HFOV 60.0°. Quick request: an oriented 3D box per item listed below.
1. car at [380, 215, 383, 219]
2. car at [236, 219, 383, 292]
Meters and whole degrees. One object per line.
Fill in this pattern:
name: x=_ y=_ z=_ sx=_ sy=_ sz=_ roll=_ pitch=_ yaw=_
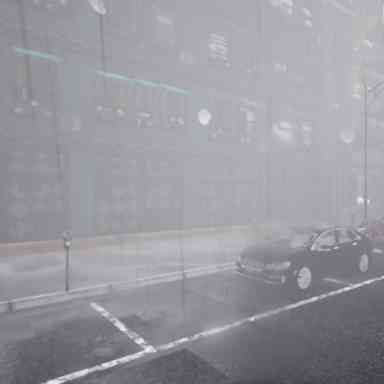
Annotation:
car: x=7.722 y=1.413 z=12.113 sx=4.097 sy=1.590 sz=1.967 roll=0 pitch=0 yaw=-36
car: x=3.101 y=1.537 z=8.792 sx=4.403 sy=1.369 sz=2.008 roll=0 pitch=0 yaw=-36
